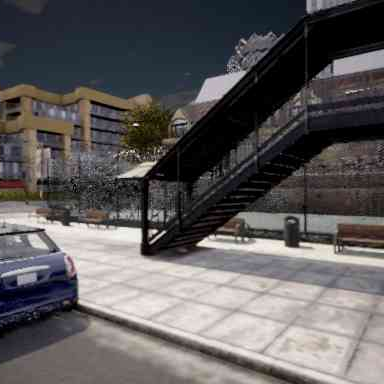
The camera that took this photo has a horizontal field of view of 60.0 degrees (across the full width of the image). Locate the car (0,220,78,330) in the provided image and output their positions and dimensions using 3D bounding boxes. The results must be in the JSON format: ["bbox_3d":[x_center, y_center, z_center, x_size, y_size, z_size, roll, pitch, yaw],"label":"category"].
[{"bbox_3d":[-4.271,1.356,6.350,4.553,1.767,2.185,0,0,35],"label":"car"}]
